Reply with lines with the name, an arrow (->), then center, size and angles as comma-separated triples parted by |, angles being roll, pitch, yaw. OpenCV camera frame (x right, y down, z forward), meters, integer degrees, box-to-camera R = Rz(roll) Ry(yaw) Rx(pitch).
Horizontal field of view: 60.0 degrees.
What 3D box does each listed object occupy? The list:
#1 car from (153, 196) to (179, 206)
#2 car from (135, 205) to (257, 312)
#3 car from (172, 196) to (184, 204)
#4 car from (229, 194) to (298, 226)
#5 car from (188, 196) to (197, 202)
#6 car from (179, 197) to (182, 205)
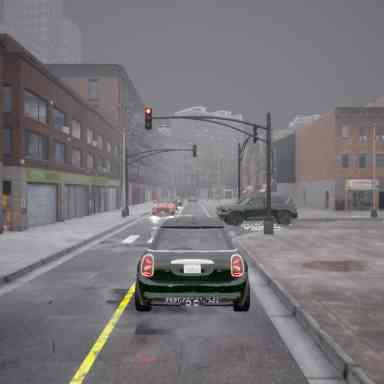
car -> -2.792, 1.359, 33.880 | 2.097, 1.767, 4.553 | 0, 0, 0
car -> 0.022, 1.352, 7.888 | 2.097, 1.767, 4.553 | 0, 0, 0
car -> -2.686, 1.588, 64.029 | 2.033, 1.411, 5.357 | 0, 0, 1
car -> 4.359, 1.197, 22.528 | 5.566, 2.045, 2.150 | 0, 0, -10
car -> 0.133, 1.612, 75.555 | 1.994, 1.385, 4.181 | 0, 0, 0
car -> -2.776, 1.562, 43.349 | 2.033, 1.411, 5.357 | 0, 0, 0
